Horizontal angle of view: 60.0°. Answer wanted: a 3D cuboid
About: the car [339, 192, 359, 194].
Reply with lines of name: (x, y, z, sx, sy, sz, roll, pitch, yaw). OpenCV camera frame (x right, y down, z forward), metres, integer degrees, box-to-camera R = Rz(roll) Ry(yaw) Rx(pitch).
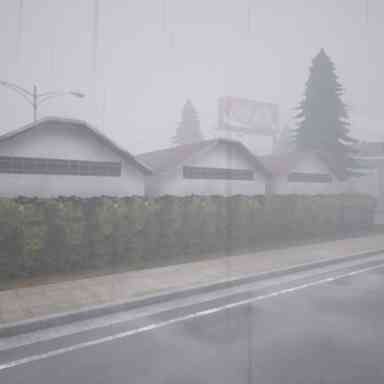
car: (14.115, 1.107, 32.519, 2.150, 2.045, 5.566, 0, -3, -13)
